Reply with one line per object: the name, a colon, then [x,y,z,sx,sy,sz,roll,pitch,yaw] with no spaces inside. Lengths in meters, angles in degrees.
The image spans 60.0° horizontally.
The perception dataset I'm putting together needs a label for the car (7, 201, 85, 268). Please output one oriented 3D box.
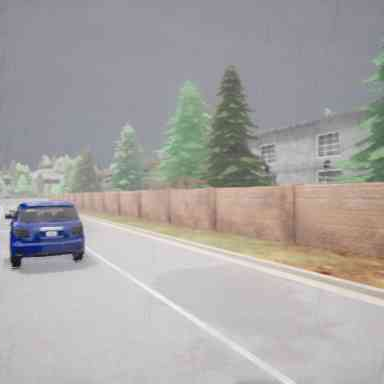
car: [-5.453,1.352,12.216,2.150,2.045,5.566,0,0,-29]
